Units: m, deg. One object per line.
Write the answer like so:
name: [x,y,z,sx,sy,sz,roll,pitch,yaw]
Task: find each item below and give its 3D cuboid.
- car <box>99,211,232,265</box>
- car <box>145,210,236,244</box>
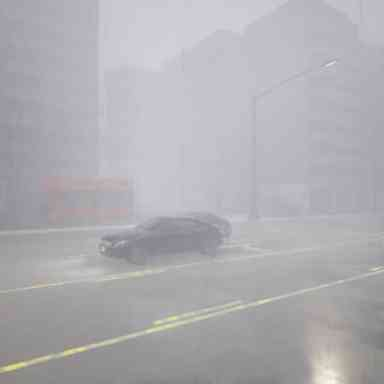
car: [-0.919,1.579,11.917,4.674,1.442,1.812,1,0,-35]
car: [-0.014,1.661,16.822,4.181,1.385,1.994,1,-1,-35]
